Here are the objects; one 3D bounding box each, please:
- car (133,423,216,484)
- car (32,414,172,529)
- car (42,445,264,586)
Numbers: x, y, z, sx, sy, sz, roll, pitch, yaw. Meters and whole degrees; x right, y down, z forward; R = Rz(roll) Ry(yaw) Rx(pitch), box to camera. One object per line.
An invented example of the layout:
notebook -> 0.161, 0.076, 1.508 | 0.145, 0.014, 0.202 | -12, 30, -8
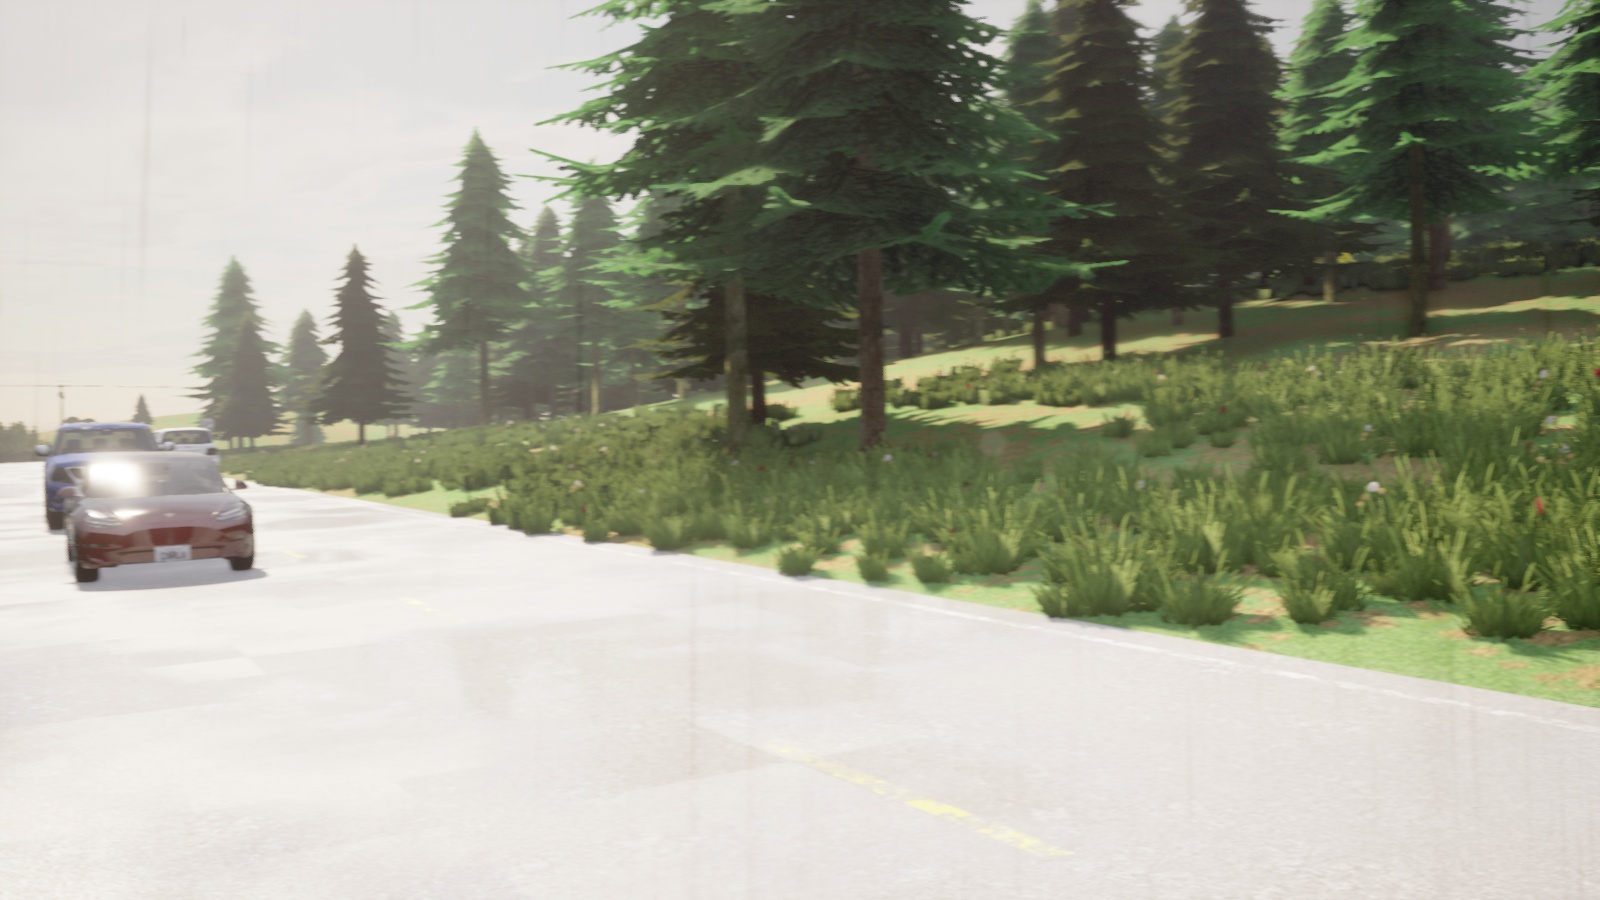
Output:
car -> -22.973, 0.080, 46.004 | 2.150, 2.045, 5.566 | -2, 1, -32
car -> -14.275, 0.343, 25.504 | 2.150, 2.045, 5.566 | -2, 1, -32
car -> -8.597, 0.709, 16.441 | 2.163, 1.488, 4.792 | -2, 1, -32
